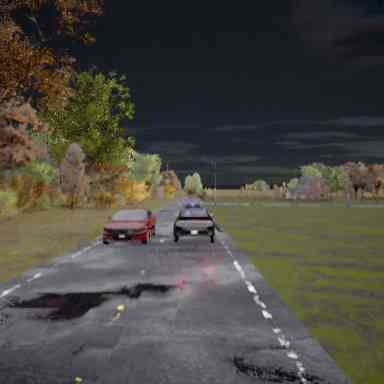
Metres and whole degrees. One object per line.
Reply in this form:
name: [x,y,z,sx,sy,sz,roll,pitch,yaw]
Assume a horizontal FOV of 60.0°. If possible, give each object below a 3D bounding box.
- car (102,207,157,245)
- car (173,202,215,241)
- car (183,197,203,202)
car: [-2.754,1.459,15.573,1.882,1.535,5.008,0,0,0]
car: [0.098,1.471,16.425,2.128,1.511,4.902,0,0,0]
car: [0.090,1.313,34.996,2.097,1.767,4.553,0,0,0]
